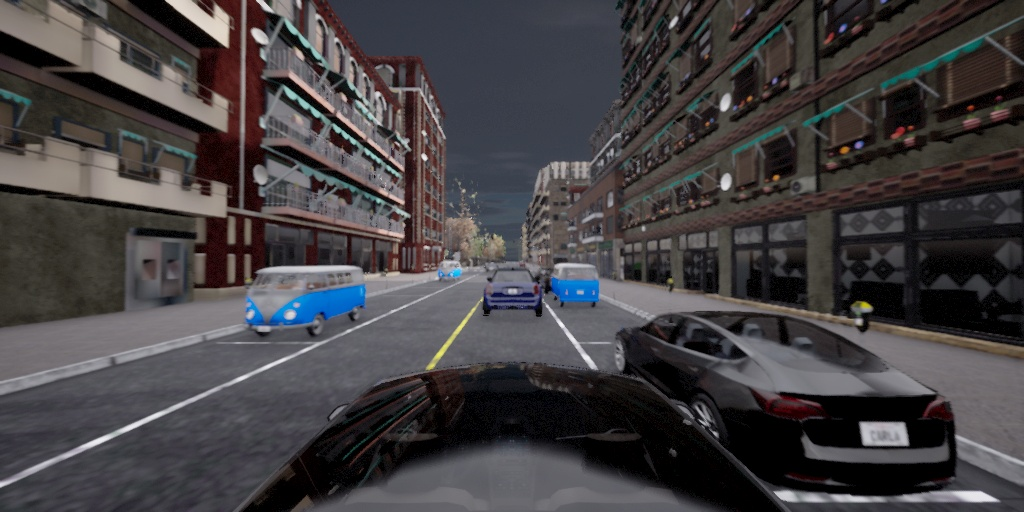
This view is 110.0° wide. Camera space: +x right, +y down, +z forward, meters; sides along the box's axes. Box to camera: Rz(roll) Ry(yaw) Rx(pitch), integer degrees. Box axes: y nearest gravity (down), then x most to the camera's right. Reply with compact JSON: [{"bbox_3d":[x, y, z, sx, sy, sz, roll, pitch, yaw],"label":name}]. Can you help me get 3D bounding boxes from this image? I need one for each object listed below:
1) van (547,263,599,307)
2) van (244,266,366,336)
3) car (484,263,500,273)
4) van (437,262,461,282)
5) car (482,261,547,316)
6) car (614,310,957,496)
[{"bbox_3d":[2.687,1.226,15.994,1.690,1.789,3.998,0,0,0],"label":"van"},{"bbox_3d":[-5.692,1.172,10.328,1.690,1.789,3.998,0,0,0],"label":"van"},{"bbox_3d":[-3.066,1.775,55.039,2.128,1.511,4.902,0,-1,1],"label":"car"},{"bbox_3d":[-5.700,1.394,32.974,1.690,1.789,3.998,0,0,0],"label":"van"},{"bbox_3d":[0.039,1.219,14.153,2.097,1.767,4.553,0,-1,0],"label":"car"},{"bbox_3d":[2.691,1.343,4.669,1.948,1.339,4.313,0,0,0],"label":"car"}]
